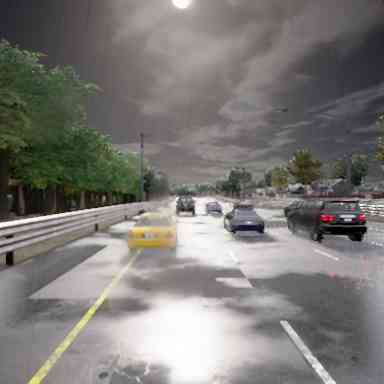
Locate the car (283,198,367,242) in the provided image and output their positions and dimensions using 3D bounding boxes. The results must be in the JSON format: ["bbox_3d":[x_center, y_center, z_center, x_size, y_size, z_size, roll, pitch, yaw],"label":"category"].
[{"bbox_3d":[6.734,1.344,17.156,2.150,2.045,5.566,0,-1,-1],"label":"car"}]

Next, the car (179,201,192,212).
[{"bbox_3d":[-0.988,2.127,49.536,1.812,1.442,4.674,0,-1,-1],"label":"car"}]

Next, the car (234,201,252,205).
[{"bbox_3d":[6.282,1.906,40.619,1.882,1.535,5.008,0,-1,-1],"label":"car"}]

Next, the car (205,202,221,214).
[{"bbox_3d":[2.741,2.015,42.795,2.033,1.411,5.357,0,-1,-1],"label":"car"}]

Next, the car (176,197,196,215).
[{"bbox_3d":[-0.726,1.617,38.837,2.150,2.045,5.566,0,-1,-1],"label":"car"}]

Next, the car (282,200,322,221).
[{"bbox_3d":[9.975,1.626,30.598,2.097,1.767,4.553,0,-1,-1],"label":"car"}]

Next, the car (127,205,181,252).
[{"bbox_3d":[-1.539,1.549,14.283,1.801,1.575,5.366,0,-1,-1],"label":"car"}]

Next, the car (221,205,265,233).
[{"bbox_3d":[3.164,1.720,20.723,1.994,1.385,4.181,0,-1,-1],"label":"car"}]
